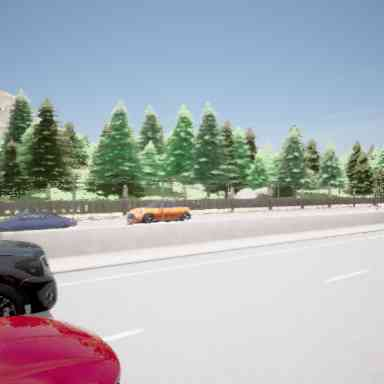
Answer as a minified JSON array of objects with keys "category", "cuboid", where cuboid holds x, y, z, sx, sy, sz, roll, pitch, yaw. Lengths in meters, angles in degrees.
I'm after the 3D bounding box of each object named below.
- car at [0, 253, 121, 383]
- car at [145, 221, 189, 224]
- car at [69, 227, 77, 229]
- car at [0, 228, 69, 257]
[{"category":"car","cuboid":[-2.817,1.473,1.736,5.008,1.535,1.882,0,0,-36]},{"category":"car","cuboid":[-2.314,1.385,23.801,4.553,1.767,2.097,0,0,-35]},{"category":"car","cuboid":[-7.629,1.571,15.717,4.181,1.385,1.994,0,0,-35]},{"category":"car","cuboid":[-4.882,1.218,4.556,5.566,2.045,2.150,0,0,-36]}]
